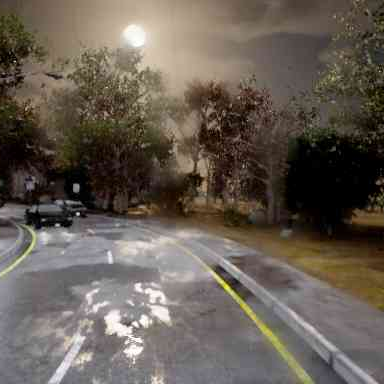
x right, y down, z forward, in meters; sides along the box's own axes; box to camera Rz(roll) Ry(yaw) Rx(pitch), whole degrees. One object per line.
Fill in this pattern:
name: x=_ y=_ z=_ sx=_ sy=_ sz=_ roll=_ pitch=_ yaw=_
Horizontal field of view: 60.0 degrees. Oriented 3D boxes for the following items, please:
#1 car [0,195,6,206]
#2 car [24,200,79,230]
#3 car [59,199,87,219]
car: x=-22.827 y=0.815 z=37.051 sx=4.902 sy=1.511 sz=2.128 roll=2 pitch=1 yaw=29
car: x=-8.893 y=1.403 z=20.333 sx=2.033 sy=1.411 sz=5.357 roll=0 pitch=0 yaw=-36
car: x=-9.975 y=1.296 z=26.258 sx=1.837 sy=1.490 sz=4.892 roll=1 pitch=1 yaw=-41
